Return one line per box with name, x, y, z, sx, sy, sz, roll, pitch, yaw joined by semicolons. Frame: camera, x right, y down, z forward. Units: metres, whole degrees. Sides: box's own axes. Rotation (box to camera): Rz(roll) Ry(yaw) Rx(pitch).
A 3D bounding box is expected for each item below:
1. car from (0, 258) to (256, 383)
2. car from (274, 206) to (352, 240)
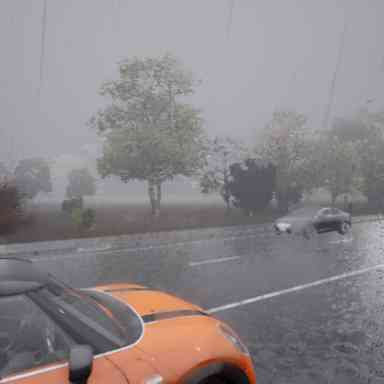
car;-1.610;1.352;2.596;4.553;1.767;2.097;0;0;-36
car;6.251;1.491;17.047;4.902;1.511;2.128;0;0;-35
